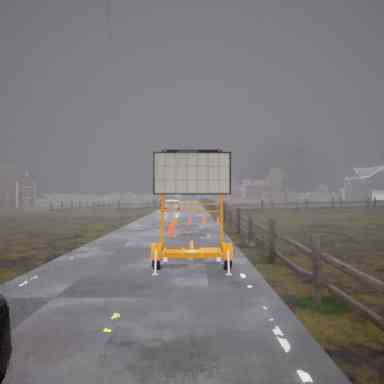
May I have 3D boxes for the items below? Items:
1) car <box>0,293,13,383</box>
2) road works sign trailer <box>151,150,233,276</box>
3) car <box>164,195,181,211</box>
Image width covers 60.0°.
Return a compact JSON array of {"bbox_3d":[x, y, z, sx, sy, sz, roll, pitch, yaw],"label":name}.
[{"bbox_3d":[-2.852,1.478,1.500,1.882,1.535,5.008,0,0,0],"label":"car"},{"bbox_3d":[0.003,0.481,10.425,2.380,3.560,2.880,0,0,0],"label":"road works sign trailer"},{"bbox_3d":[-2.736,1.423,45.081,2.150,2.045,5.566,0,0,0],"label":"car"}]
